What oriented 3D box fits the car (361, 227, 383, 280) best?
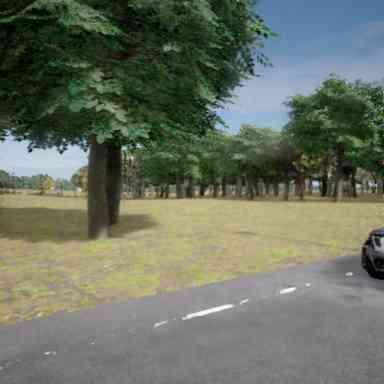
[{"bbox_3d":[6.800,1.218,8.849,5.566,2.045,2.150,0,0,-36],"label":"car"}]
